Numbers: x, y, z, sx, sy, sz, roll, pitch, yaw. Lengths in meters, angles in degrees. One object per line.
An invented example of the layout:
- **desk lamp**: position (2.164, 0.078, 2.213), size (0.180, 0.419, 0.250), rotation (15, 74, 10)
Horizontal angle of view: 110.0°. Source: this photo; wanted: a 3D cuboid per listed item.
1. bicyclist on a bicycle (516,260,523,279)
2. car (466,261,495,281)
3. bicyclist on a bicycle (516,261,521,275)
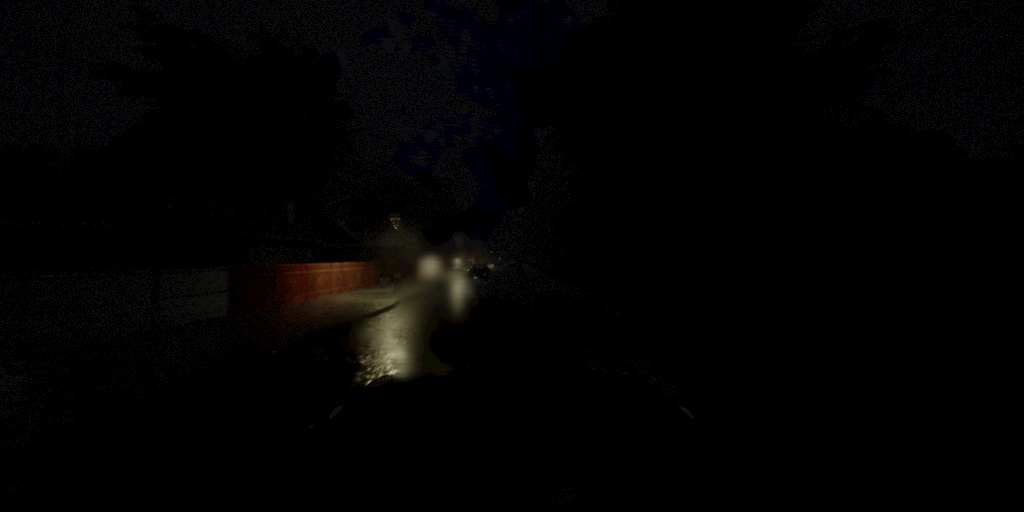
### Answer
- **bicyclist on a bicycle**: position (0.760, 1.308, 32.900), size (0.582, 1.620, 1.656), rotation (0, -1, 0)
- **car**: position (-2.844, 1.398, 31.583), size (2.033, 1.411, 5.357), rotation (0, 0, 0)
- **bicyclist on a bicycle**: position (0.761, 1.344, 41.900), size (0.582, 1.620, 1.656), rotation (0, -1, 0)
